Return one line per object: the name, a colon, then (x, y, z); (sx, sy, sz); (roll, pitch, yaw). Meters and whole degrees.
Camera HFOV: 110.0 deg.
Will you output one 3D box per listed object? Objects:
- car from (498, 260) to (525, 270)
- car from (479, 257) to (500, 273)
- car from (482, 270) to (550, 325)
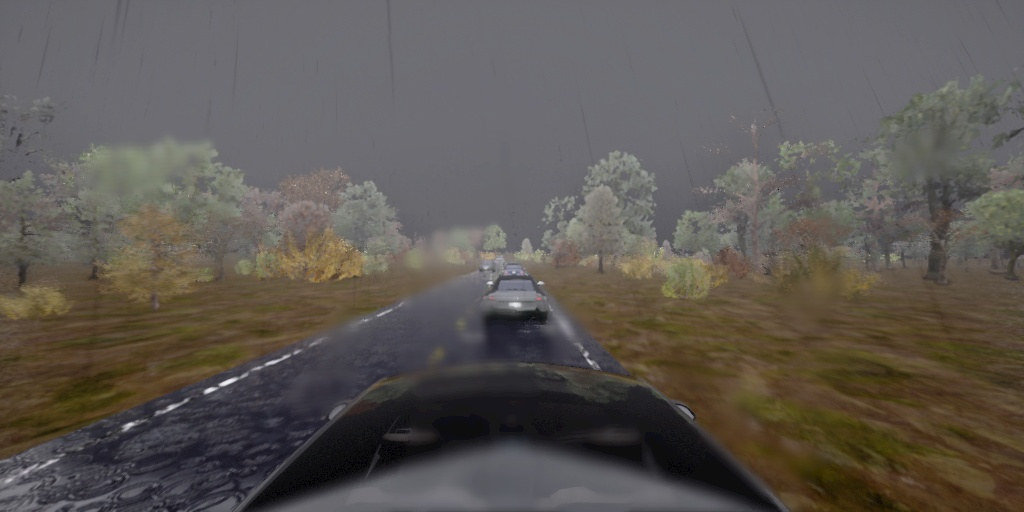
car: (0.136, 1.306, 29.782); (2.033, 1.411, 5.357); (0, 0, 0)
car: (-3.020, 1.255, 44.316); (2.128, 1.511, 4.902); (0, 0, 0)
car: (0.117, 1.317, 11.856); (1.994, 1.385, 4.181); (0, 0, 0)
